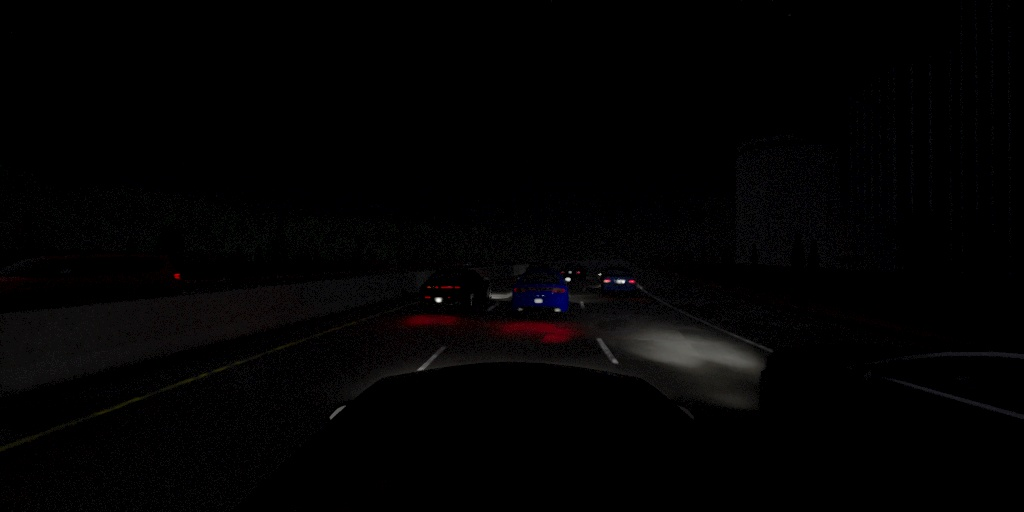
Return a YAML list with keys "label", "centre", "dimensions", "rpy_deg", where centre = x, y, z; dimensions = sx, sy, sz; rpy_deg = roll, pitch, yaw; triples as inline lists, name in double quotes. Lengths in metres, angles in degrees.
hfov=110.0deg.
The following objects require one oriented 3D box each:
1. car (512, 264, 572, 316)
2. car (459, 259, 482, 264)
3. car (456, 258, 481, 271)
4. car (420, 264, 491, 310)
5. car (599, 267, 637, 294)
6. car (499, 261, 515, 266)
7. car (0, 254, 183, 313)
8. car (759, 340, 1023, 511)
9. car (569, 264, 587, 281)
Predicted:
- label: "car"
  centre: [1.177, 1.246, 13.566]
  dimensions: [1.882, 1.535, 5.008]
  rpy_deg: [0, 0, 8]
- label: "car"
  centre: [-4.157, 1.303, 36.597]
  dimensions: [1.882, 1.535, 5.008]
  rpy_deg: [0, 0, 17]
- label: "car"
  centre: [-6.412, 1.247, 53.282]
  dimensions: [2.097, 1.767, 4.553]
  rpy_deg: [0, 0, 17]
- label: "car"
  centre: [-2.163, 1.265, 14.776]
  dimensions: [1.837, 1.490, 4.892]
  rpy_deg: [0, 0, 9]
- label: "car"
  centre: [6.045, 1.344, 20.610]
  dimensions: [2.033, 1.411, 5.357]
  rpy_deg: [0, 0, 14]
- label: "car"
  centre: [-0.820, 1.515, 59.631]
  dimensions: [1.994, 1.385, 4.181]
  rpy_deg: [0, 0, 17]
- label: "car"
  centre: [-13.467, 0.937, 10.947]
  dimensions: [2.150, 2.045, 5.566]
  rpy_deg: [0, 0, 6]
- label: "car"
  centre: [3.720, 1.256, 2.117]
  dimensions: [2.128, 1.511, 4.902]
  rpy_deg: [0, 0, 0]
- label: "car"
  centre: [5.417, 1.379, 31.314]
  dimensions: [2.033, 1.411, 5.357]
  rpy_deg: [0, 0, 17]
